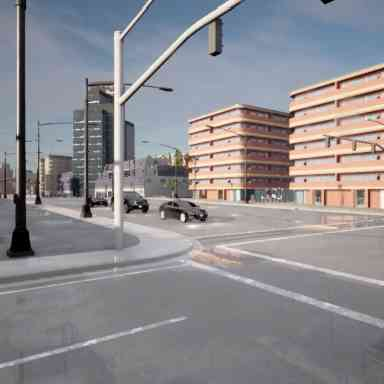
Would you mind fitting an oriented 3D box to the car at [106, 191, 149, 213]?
[{"bbox_3d":[-6.281,0.945,32.984,2.150,2.045,5.566,0,1,-34],"label":"car"}]

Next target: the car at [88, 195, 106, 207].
[{"bbox_3d":[-11.945,1.111,41.288,1.994,1.385,4.181,0,1,-34],"label":"car"}]

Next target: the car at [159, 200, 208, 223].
[{"bbox_3d":[-0.719,1.373,24.830,1.837,1.490,4.892,0,1,-34],"label":"car"}]
